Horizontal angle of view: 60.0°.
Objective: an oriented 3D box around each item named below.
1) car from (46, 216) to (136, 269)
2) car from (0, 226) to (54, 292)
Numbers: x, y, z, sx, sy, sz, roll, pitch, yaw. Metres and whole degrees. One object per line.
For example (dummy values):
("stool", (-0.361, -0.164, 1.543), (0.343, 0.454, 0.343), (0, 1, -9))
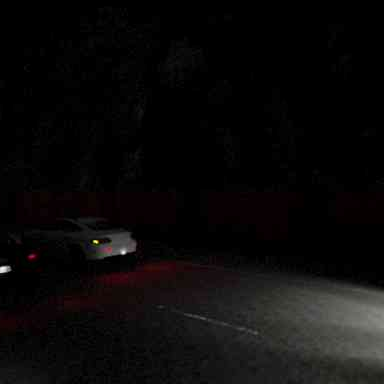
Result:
("car", (-3.889, 1.517, 11.145), (4.674, 1.442, 1.812), (0, 0, 36))
("car", (-5.471, 1.554, 7.967), (4.181, 1.385, 1.994), (0, 0, 36))
